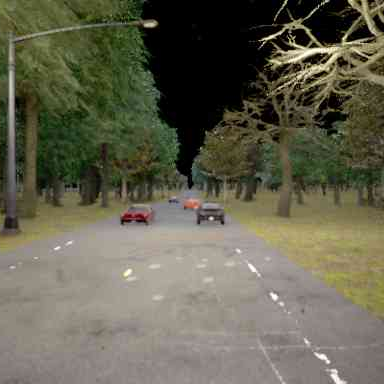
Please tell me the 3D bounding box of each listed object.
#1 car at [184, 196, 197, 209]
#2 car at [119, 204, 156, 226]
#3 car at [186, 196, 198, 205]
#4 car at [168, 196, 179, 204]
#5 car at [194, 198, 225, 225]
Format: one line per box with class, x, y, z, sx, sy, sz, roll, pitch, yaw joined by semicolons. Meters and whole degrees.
car;0.037;1.279;44.325;2.097;1.767;4.553;0;0;1
car;-3.595;1.517;22.658;1.895;1.301;4.718;0;0;0
car;0.010;1.475;58.850;2.128;1.511;4.902;0;0;0
car;-3.510;1.481;64.161;1.882;1.535;5.008;0;0;1
car;1.229;1.421;23.374;1.837;1.490;4.892;0;0;0
